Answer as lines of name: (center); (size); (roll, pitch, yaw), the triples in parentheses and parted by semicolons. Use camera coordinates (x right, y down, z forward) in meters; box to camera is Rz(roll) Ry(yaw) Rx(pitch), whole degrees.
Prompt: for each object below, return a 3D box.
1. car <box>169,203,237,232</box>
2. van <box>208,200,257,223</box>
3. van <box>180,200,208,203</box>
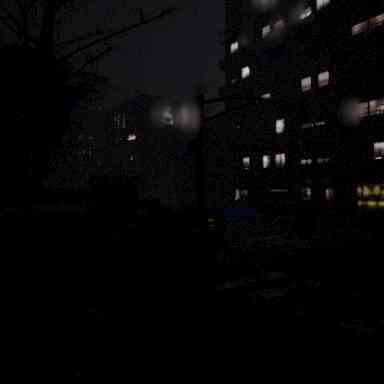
car: (0.376, 1.695, 22.010); (1.882, 1.535, 5.008); (-1, -1, -37)
van: (3.468, 1.557, 27.574); (1.690, 1.788, 3.998); (-2, 0, -36)
van: (0.211, 1.648, 32.053); (1.690, 1.788, 3.998); (-2, 0, -36)
